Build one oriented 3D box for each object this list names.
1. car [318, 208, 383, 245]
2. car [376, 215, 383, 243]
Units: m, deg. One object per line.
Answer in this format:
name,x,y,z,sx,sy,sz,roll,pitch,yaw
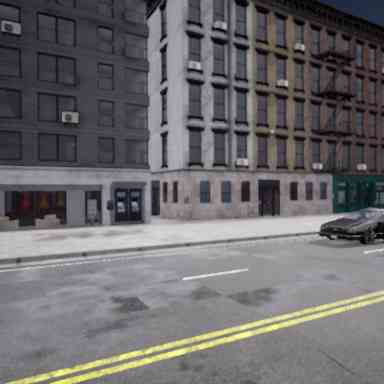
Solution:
car,8.189,1.450,15.000,5.357,1.411,2.033,0,0,-29
car,8.901,1.515,11.685,4.718,1.301,1.895,0,0,-29
